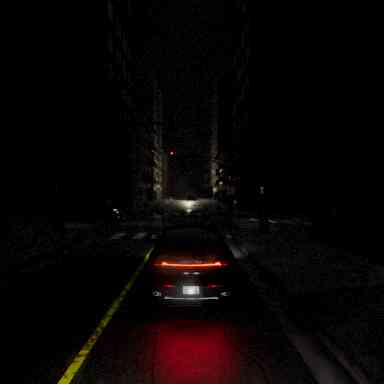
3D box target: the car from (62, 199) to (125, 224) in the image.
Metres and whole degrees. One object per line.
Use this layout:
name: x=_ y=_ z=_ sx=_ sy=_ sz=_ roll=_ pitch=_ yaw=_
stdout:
car: x=-7.201 y=1.307 z=24.119 sx=4.553 sy=1.767 sz=2.097 roll=1 pitch=0 yaw=-1

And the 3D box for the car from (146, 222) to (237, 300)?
car: x=-0.017 y=1.506 z=8.357 sx=1.837 sy=1.490 sz=4.892 roll=0 pitch=0 yaw=0

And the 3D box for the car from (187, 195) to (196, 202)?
car: x=-0.174 y=1.492 z=82.408 sx=2.097 sy=1.767 sz=4.553 roll=0 pitch=0 yaw=0

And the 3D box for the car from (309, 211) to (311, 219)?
car: x=12.298 y=1.722 z=27.511 sx=5.008 sy=1.535 sz=1.882 roll=1 pitch=0 yaw=-1
